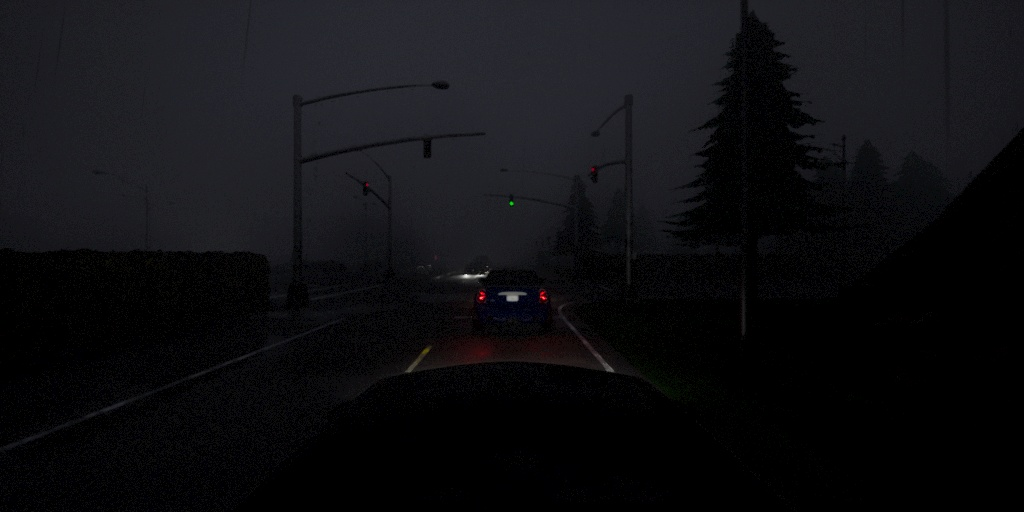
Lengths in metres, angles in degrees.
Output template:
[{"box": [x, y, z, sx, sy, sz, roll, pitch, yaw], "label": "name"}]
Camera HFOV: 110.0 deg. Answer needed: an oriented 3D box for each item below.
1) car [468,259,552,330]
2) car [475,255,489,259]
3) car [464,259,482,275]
[{"box": [-0.003, 1.095, 11.258, 2.097, 1.767, 4.553, 0, 0, 0], "label": "car"}, {"box": [-4.091, 0.937, 48.254, 2.150, 2.045, 5.566, 0, 0, -1], "label": "car"}, {"box": [-3.993, 1.287, 38.801, 1.994, 1.385, 4.181, 0, 0, -1], "label": "car"}]
